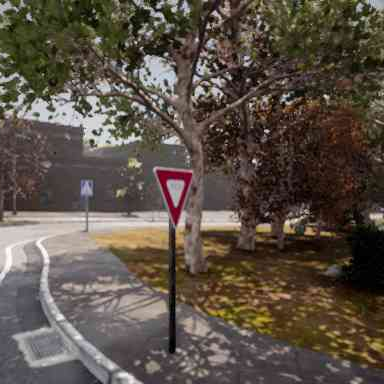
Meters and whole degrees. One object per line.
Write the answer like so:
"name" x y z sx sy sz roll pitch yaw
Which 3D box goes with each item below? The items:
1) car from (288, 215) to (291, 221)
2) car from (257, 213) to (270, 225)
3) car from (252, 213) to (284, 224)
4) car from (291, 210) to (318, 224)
"car" 17.841 4.163 55.483 2.033 1.411 5.357 0 -2 43
"car" 8.026 3.240 39.964 1.994 1.385 4.181 0 -4 42
"car" 11.015 3.734 47.989 2.033 1.411 5.357 0 -3 43
"car" 17.306 3.930 50.095 1.882 1.535 5.008 0 -2 43
